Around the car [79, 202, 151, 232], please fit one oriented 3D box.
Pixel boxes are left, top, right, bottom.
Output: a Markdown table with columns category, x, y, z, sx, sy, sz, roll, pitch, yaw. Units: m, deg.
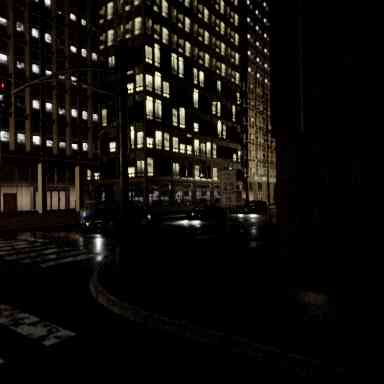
| category | x | y | z | sx | sy | sz | roll | pitch | yaw |
| --- | --- | --- | --- | --- | --- | --- | --- | --- | --- |
| car | -4.645 | 1.587 | 20.971 | 1.837 | 1.490 | 4.892 | -1 | -1 | 33 |

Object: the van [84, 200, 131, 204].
| category | x | y | z | sx | sy | sz | roll | pitch | yaw |
| --- | --- | --- | --- | --- | --- | --- | --- | --- | --- |
| van | -5.986 | 1.478 | 23.506 | 1.690 | 1.788 | 3.998 | -2 | -1 | 36 |

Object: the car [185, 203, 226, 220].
| category | x | y | z | sx | sy | sz | roll | pitch | yaw |
| --- | --- | --- | --- | --- | --- | --- | --- | --- | --- |
| car | 1.218 | 1.665 | 29.073 | 1.994 | 1.385 | 4.181 | -1 | -1 | 36 |

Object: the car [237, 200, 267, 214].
| category | x | y | z | sx | sy | sz | roll | pitch | yaw |
| --- | --- | --- | --- | --- | --- | --- | --- | --- | --- |
| car | 7.118 | 1.647 | 37.259 | 1.812 | 1.442 | 4.674 | -1 | -1 | 36 |
